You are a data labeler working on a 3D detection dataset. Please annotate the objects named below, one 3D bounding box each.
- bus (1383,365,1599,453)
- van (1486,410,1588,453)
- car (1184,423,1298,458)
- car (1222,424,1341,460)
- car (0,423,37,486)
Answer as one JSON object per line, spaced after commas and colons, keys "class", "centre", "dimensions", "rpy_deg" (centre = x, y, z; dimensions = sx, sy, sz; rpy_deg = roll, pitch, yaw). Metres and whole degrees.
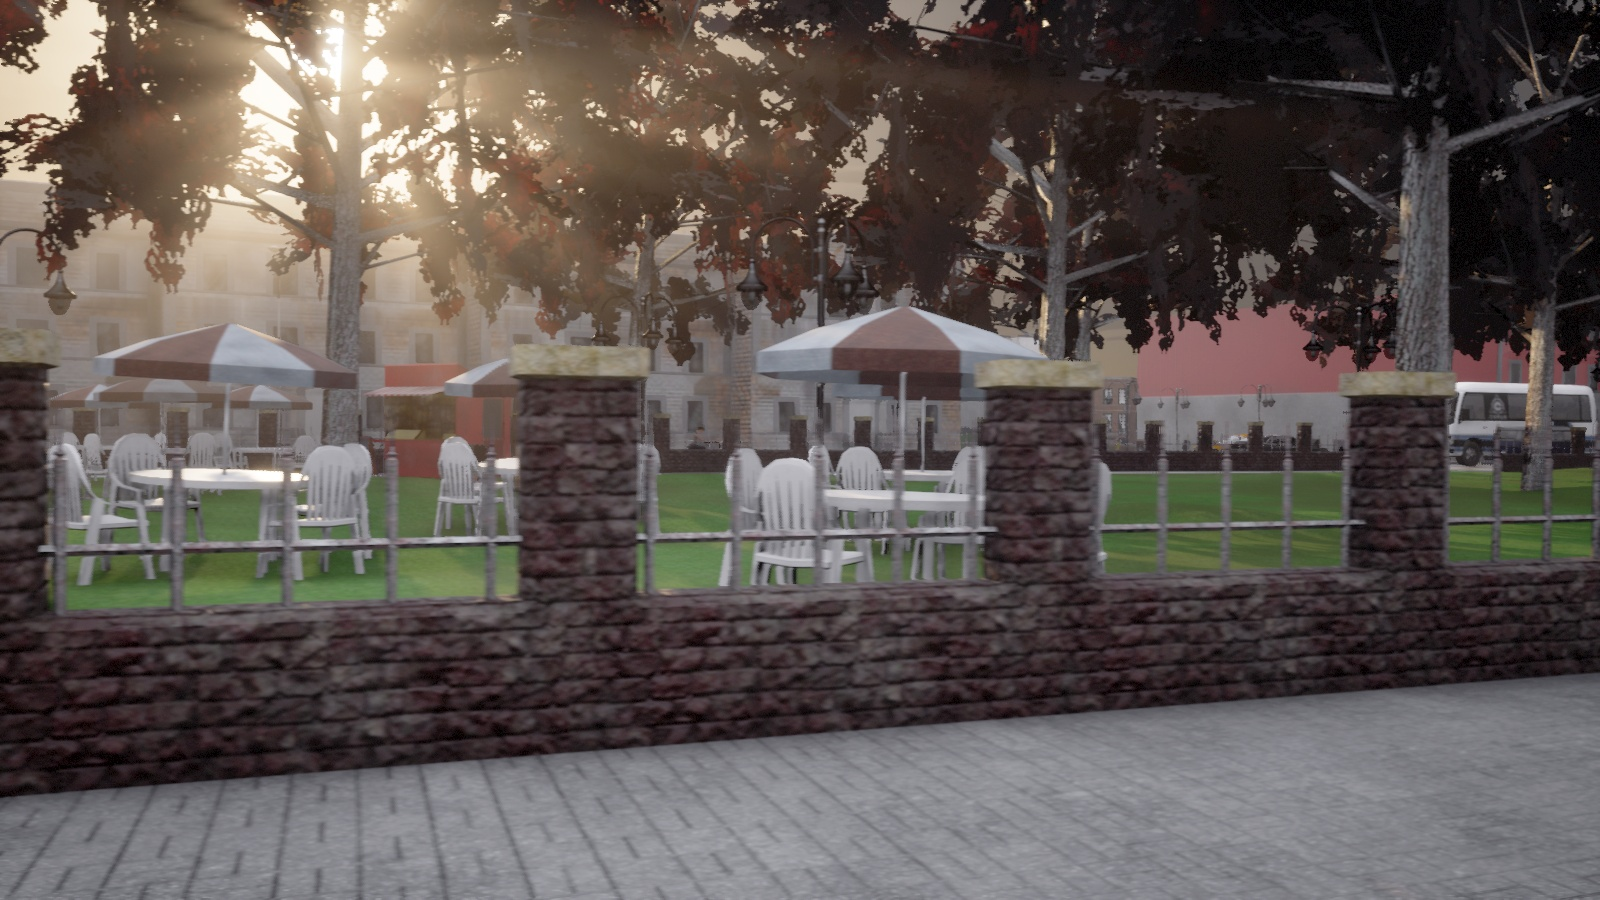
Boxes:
{"class": "bus", "centre": [35.531, -2.098, 64.592], "dimensions": [10.273, 4.253, 3.944], "rpy_deg": [-1, 1, -20]}
{"class": "van", "centre": [35.385, -0.894, 60.304], "dimensions": [4.442, 1.987, 1.775], "rpy_deg": [-1, 1, -20]}
{"class": "car", "centre": [20.843, -0.475, 59.330], "dimensions": [5.008, 1.535, 1.882], "rpy_deg": [-1, 1, -20]}
{"class": "car", "centre": [21.160, -0.382, 55.194], "dimensions": [4.892, 1.490, 1.837], "rpy_deg": [-1, 1, -20]}
{"class": "car", "centre": [-28.632, 0.174, 41.429], "dimensions": [5.566, 2.045, 2.150], "rpy_deg": [-1, 1, -21]}
